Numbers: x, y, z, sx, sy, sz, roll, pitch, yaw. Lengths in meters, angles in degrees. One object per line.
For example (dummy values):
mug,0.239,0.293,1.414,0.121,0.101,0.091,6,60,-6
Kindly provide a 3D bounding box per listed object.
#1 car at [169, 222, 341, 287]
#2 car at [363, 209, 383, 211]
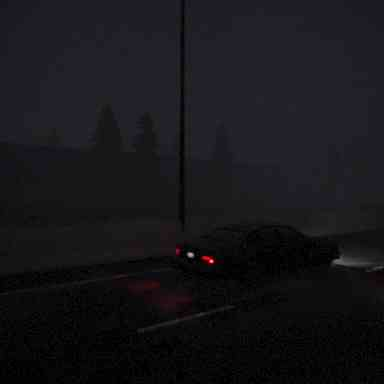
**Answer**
car,1.997,1.580,9.472,5.357,1.411,2.033,0,0,-36
car,18.881,1.730,34.671,4.181,1.385,1.994,0,0,-36
